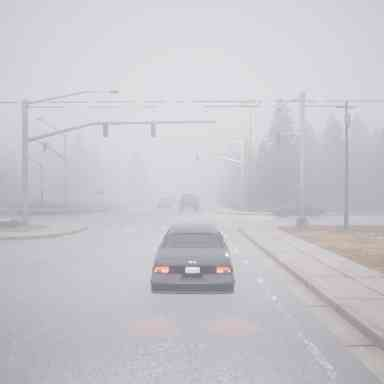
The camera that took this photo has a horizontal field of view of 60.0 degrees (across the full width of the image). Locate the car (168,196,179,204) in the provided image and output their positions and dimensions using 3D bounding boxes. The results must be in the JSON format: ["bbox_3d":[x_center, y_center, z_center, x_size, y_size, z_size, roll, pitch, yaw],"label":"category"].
[{"bbox_3d":[-3.597,1.505,64.573,1.837,1.490,4.892,0,0,1],"label":"car"}]

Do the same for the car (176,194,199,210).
[{"bbox_3d":[-0.307,1.222,42.089,2.150,2.045,5.566,0,0,5],"label":"car"}]

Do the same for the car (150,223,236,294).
[{"bbox_3d":[0.030,1.545,8.919,2.033,1.411,5.357,0,0,0],"label":"car"}]

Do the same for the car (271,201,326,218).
[{"bbox_3d":[9.457,1.552,29.671,4.674,1.442,1.812,0,0,1],"label":"car"}]

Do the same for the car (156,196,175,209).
[{"bbox_3d":[-3.698,1.505,45.044,1.837,1.490,4.892,0,0,0],"label":"car"}]
